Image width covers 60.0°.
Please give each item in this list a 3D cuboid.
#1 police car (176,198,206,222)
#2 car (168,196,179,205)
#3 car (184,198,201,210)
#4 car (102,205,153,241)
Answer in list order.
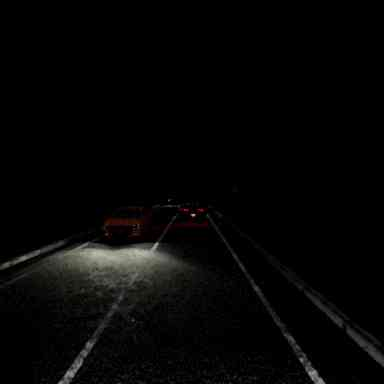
[{"bbox_3d":[0.092,1.472,26.186,2.038,1.542,4.974,0,0,0],"label":"police car"},{"bbox_3d":[-3.067,1.428,58.464,2.097,1.767,4.553,0,-1,0],"label":"car"},{"bbox_3d":[0.085,1.483,42.855,2.033,1.411,5.357,0,0,0],"label":"car"},{"bbox_3d":[-3.106,1.457,16.824,1.882,1.535,5.008,0,0,0],"label":"car"}]
